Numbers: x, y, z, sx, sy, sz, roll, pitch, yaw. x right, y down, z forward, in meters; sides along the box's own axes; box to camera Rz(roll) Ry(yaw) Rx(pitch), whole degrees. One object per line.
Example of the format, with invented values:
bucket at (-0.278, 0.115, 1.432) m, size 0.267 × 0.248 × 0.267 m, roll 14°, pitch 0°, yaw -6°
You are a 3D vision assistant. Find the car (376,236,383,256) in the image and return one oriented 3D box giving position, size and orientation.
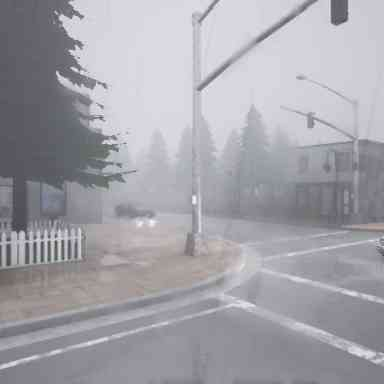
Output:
car at (7.944, 1.594, 9.351) m, size 4.718 × 1.301 × 1.895 m, roll 0°, pitch 0°, yaw 9°

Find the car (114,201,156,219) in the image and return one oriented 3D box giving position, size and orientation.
car at (-5.072, 1.530, 28.975) m, size 2.033 × 1.411 × 5.357 m, roll 0°, pitch 0°, yaw -34°
